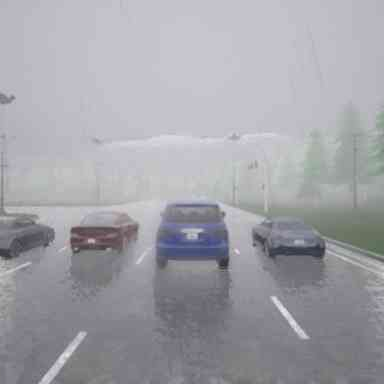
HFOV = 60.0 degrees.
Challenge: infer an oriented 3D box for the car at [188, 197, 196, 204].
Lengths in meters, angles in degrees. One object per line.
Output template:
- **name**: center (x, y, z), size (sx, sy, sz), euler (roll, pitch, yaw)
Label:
- **car**: center (0.034, 1.852, 76.386), size (1.812, 1.442, 4.674), euler (0, 0, 0)

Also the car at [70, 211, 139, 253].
- **car**: center (-3.441, 1.538, 13.931), size (1.882, 1.535, 5.008), euler (0, 0, 1)

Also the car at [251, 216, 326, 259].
- **car**: center (3.550, 1.620, 12.915), size (1.994, 1.385, 4.181), euler (0, 0, 1)

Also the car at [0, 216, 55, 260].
- **car**: center (-6.951, 1.620, 12.765), size (1.994, 1.385, 4.181), euler (0, 0, 1)

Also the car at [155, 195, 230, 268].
- **car**: center (0.034, 1.273, 11.568), size (2.150, 2.045, 5.566), euler (0, 0, 1)
